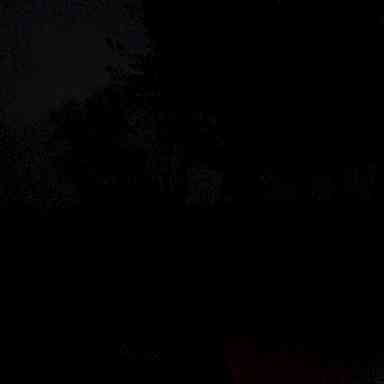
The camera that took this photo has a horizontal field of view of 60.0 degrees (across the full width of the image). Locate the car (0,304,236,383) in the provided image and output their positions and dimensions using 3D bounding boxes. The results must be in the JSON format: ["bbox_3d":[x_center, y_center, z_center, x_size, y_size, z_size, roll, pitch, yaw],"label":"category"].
[{"bbox_3d":[-1.752,1.520,1.754,4.674,1.442,1.812,0,0,-35],"label":"car"}]
